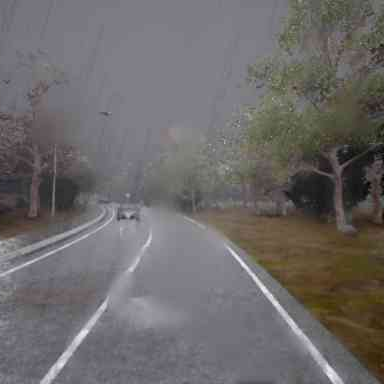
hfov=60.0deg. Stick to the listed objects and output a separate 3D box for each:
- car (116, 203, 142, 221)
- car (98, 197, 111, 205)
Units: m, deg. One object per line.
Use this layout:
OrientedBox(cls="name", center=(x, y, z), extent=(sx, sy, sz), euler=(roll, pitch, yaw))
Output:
OrientedBox(cls="car", center=(-5.470, 1.688, 28.853), extent=(2.128, 1.511, 4.902), euler=(1, 0, -10))
OrientedBox(cls="car", center=(-17.940, 1.818, 67.921), extent=(2.033, 1.411, 5.357), euler=(2, -1, -25))
